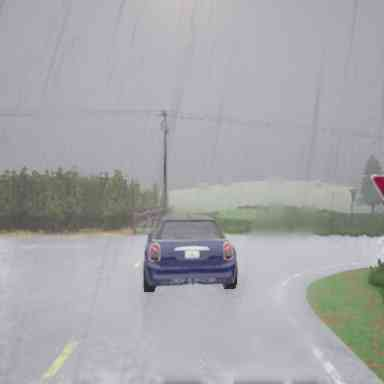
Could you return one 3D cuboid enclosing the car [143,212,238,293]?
[{"bbox_3d":[-0.236,1.397,9.108,2.097,1.767,4.553,0,-2,-6],"label":"car"}]
